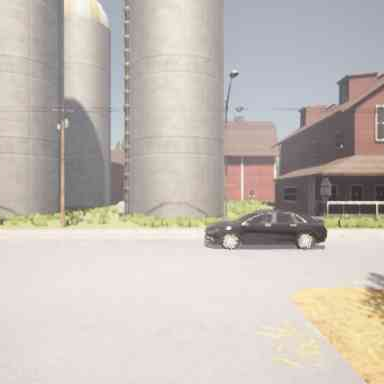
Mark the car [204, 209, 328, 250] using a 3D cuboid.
[{"bbox_3d":[2.948,1.488,13.579,4.892,1.490,1.837,0,0,0],"label":"car"}]
